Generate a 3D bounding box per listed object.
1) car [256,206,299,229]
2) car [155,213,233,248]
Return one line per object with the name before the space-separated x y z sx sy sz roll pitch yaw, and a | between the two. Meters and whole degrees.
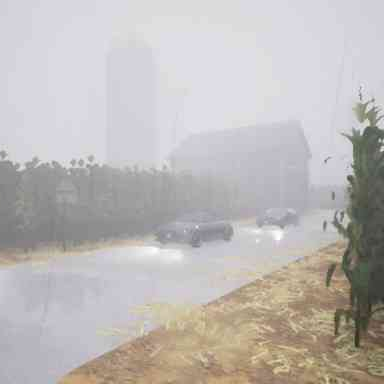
car | 6.288 1.761 23.923 1.812 1.442 4.674 -1 -1 36
car | 0.220 1.680 15.603 1.994 1.385 4.181 -1 -1 37
